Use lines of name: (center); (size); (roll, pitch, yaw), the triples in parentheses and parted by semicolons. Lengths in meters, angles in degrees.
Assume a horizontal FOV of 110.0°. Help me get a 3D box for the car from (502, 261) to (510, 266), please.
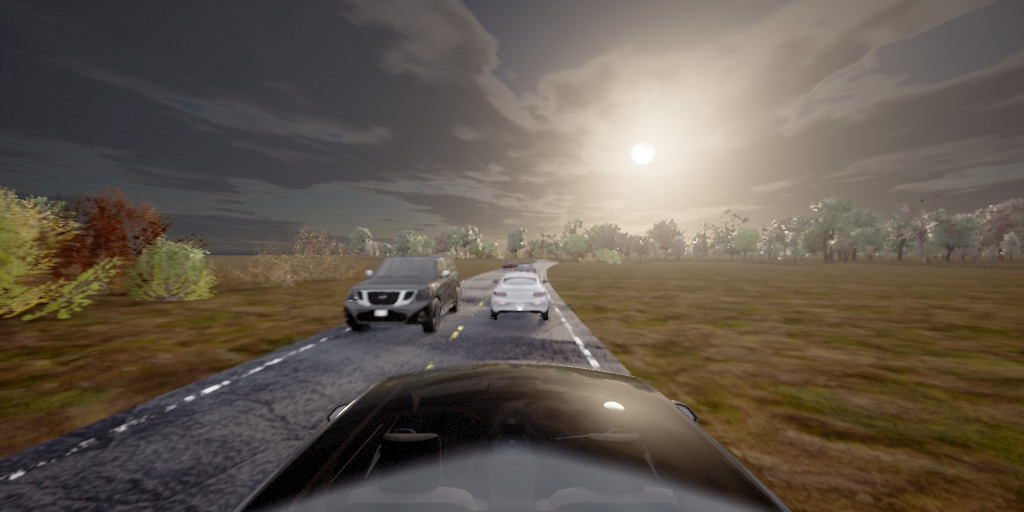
car: (-0.244, 1.314, 50.240); (1.895, 1.301, 4.718); (0, 0, 7)

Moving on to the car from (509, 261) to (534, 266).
car: (1.191, 1.279, 31.338); (2.033, 1.411, 5.357); (0, 0, 4)

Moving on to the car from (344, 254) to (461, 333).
car: (-2.963, 0.961, 11.066); (2.150, 2.045, 5.566); (0, 0, 1)

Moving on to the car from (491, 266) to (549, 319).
car: (0.285, 1.269, 12.686); (1.812, 1.442, 4.674); (0, 0, 1)
